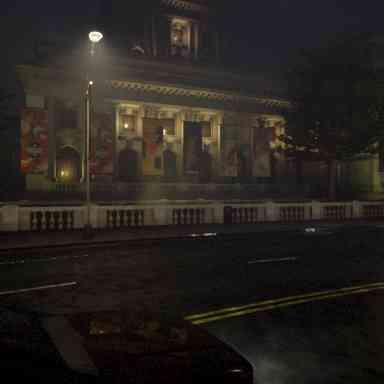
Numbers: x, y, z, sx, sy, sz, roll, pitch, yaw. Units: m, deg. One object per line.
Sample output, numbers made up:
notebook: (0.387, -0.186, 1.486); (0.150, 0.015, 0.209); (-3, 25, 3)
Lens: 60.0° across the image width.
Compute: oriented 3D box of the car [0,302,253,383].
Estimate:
car: (-1.995, 1.547, 2.182); (5.357, 1.411, 2.033); (0, 0, -35)
